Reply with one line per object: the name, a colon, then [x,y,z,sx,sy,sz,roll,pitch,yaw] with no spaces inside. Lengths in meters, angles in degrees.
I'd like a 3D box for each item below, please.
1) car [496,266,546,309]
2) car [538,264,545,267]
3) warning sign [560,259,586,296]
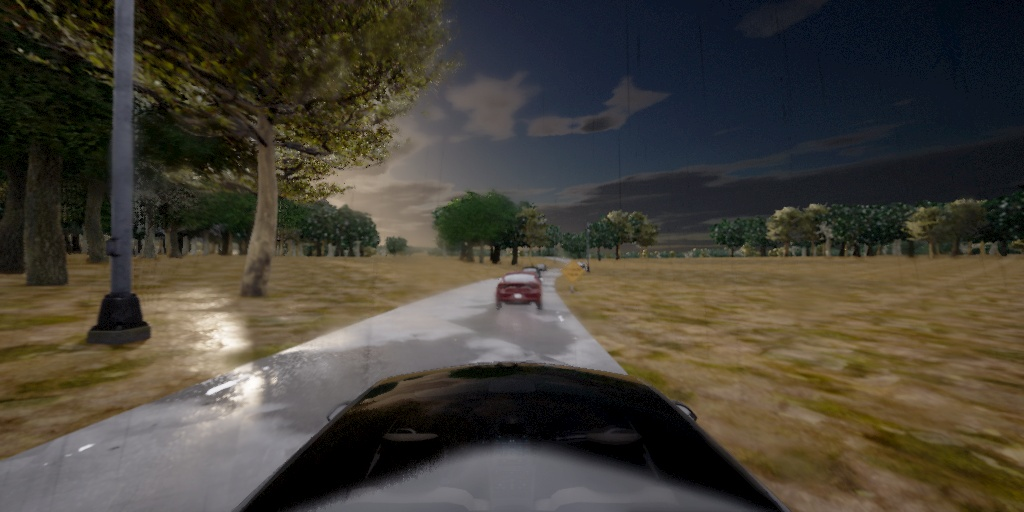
car: [0.411,1.408,16.016,1.882,1.535,5.008,0,-1,4]
car: [1.583,1.669,30.128,1.837,1.490,4.892,0,0,7]
warning sign: [3.186,1.093,18.838,1.300,1.860,1.060,0,0,4]
